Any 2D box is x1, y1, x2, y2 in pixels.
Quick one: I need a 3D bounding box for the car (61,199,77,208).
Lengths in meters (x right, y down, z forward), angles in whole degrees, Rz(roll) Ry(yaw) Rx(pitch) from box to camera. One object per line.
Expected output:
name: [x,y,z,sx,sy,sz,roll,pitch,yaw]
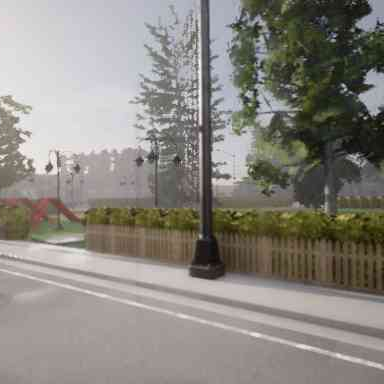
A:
car: [-22.457,2.092,57.965,1.882,1.535,5.008,-1,0,35]
